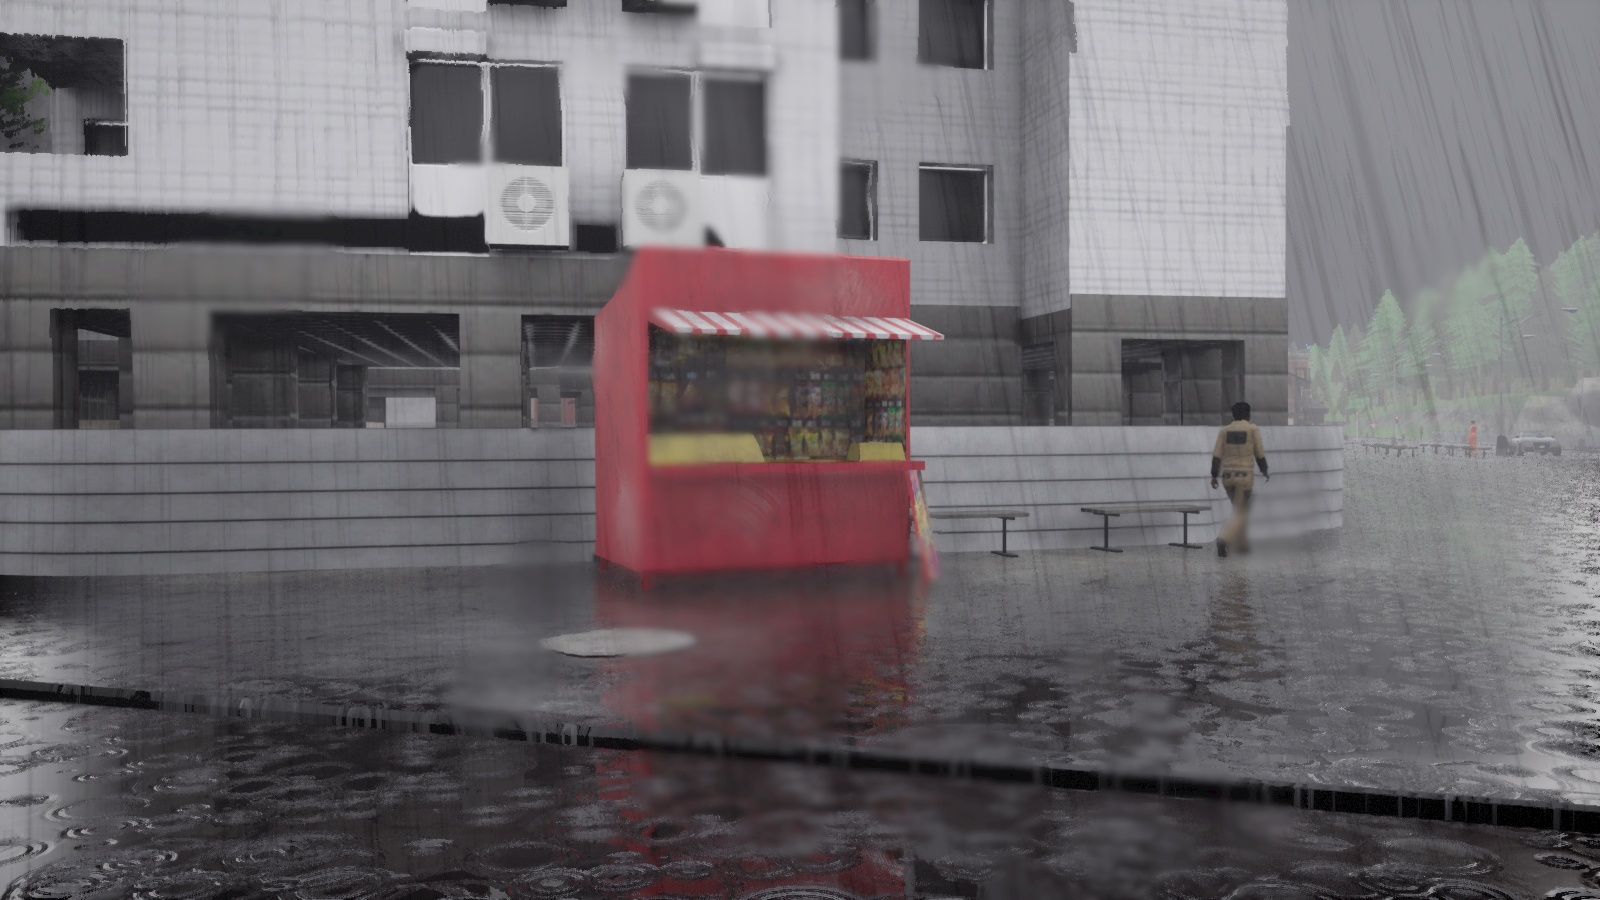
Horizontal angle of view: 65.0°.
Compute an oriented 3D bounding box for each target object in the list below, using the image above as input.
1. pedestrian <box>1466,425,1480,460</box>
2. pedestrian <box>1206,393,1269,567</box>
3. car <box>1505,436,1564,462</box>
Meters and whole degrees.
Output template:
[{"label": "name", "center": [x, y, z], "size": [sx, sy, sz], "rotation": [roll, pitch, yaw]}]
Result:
[{"label": "pedestrian", "center": [35.951, -0.402, 67.069], "size": [0.345, 1.836, 0.594], "rotation": [0, 1, -4]}, {"label": "pedestrian", "center": [4.981, 0.326, 14.285], "size": [0.692, 1.930, 0.396], "rotation": [-1, 1, -44]}, {"label": "car", "center": [40.788, -0.074, 69.812], "size": [1.994, 1.385, 4.181], "rotation": [1, 1, 18]}]
